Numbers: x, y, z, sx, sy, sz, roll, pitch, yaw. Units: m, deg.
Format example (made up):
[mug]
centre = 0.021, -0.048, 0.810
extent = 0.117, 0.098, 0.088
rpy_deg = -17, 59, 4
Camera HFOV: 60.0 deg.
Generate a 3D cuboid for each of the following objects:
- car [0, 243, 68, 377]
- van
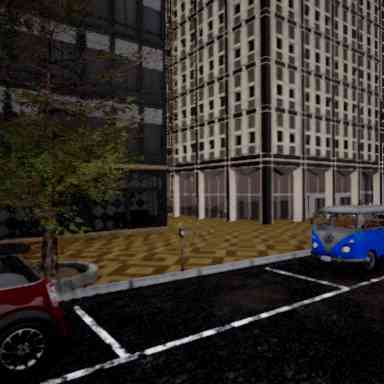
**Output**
[car]
centre = -3.762, 1.442, 3.888
extent = 4.097, 1.590, 1.967
rpy_deg = 0, 0, -36
[van]
centre = 5.421, 1.316, 10.443
extent = 3.998, 1.788, 1.690
rpy_deg = 0, 0, -36
